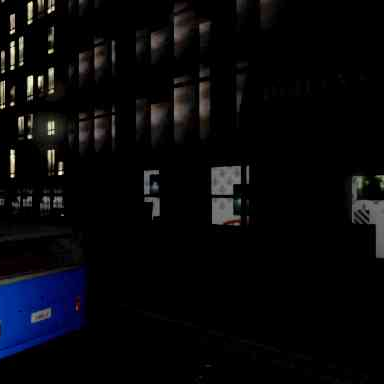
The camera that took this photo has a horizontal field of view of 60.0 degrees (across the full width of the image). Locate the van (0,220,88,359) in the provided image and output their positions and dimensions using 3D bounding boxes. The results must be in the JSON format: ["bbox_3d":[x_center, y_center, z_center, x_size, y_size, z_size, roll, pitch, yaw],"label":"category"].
[{"bbox_3d":[-3.431,1.341,5.331,3.998,1.788,1.690,0,0,36],"label":"van"}]
